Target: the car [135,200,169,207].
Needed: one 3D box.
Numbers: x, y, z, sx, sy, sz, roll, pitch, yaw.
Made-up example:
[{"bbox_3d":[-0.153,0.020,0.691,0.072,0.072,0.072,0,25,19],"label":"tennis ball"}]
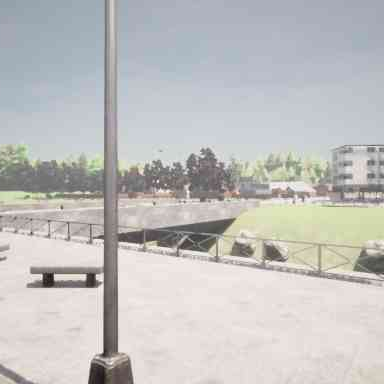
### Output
[{"bbox_3d":[-4.863,1.601,41.891,1.895,1.301,4.718,0,0,35],"label":"car"}]
